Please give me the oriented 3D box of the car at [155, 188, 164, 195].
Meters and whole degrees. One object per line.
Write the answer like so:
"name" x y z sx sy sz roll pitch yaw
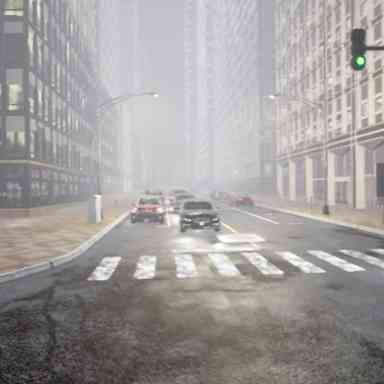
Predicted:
"car" -7.363 -0.162 75.724 2.008 1.369 4.403 0 1 -5

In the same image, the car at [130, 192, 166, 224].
"car" -2.640 0.984 20.184 1.967 1.590 4.097 0 1 -5

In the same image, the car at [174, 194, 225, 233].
"car" 0.218 1.092 16.965 1.837 1.490 4.892 -1 1 -5

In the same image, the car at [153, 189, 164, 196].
"car" -6.419 0.089 64.616 2.008 1.369 4.403 0 1 -5

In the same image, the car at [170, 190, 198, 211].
"car" -0.579 0.879 26.345 1.837 1.490 4.892 -1 1 -5

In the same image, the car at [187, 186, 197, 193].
"car" 0.036 -0.766 87.617 2.192 1.841 5.009 0 1 -5

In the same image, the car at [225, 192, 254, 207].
"car" 4.758 0.758 32.064 1.802 1.307 4.206 0 1 -5

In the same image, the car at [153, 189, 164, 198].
"car" -5.947 0.208 59.062 1.887 1.381 4.507 0 1 -5

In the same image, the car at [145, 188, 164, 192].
"car" -3.583 0.608 31.289 2.192 1.841 5.009 0 1 -5

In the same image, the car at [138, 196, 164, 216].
"car" -3.113 1.000 25.741 1.802 1.307 4.206 0 1 -5

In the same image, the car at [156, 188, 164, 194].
"car" -7.836 -0.272 81.278 1.947 1.339 4.313 0 1 -5

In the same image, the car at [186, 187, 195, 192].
"car" -0.438 -0.640 93.178 1.947 1.339 4.313 0 1 -5

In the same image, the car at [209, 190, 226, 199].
"car" 3.800 0.446 43.345 1.752 1.417 4.829 0 1 -5

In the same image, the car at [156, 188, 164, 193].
"car" -8.308 -0.419 86.831 1.887 1.381 4.507 0 1 -5

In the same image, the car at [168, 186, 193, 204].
"car" -1.343 0.522 35.361 2.097 1.767 4.553 -1 1 -5

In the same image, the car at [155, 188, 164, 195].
"car" -6.891 -0.043 70.170 1.887 1.381 4.507 0 1 -5

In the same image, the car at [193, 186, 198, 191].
"car" 0.507 -0.411 82.066 1.887 1.381 4.507 0 1 -5

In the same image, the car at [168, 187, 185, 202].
"car" -2.123 0.304 44.981 2.097 1.767 4.553 -1 1 -4
